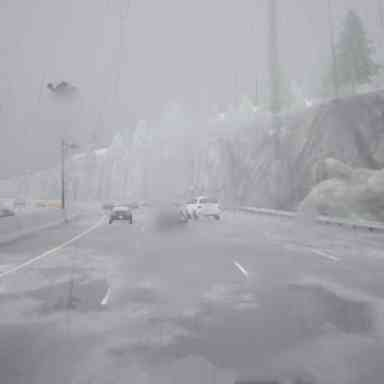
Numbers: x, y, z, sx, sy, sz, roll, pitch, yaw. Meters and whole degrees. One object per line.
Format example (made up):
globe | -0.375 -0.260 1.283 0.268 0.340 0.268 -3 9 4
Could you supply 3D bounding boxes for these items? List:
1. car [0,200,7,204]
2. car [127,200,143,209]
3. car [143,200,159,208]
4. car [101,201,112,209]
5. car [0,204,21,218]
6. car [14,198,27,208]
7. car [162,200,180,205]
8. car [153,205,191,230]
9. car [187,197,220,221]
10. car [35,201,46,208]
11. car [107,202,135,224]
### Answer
car | -40.658 2.552 70.619 1.837 1.490 4.892 0 -1 -30
car | -10.197 2.102 55.993 2.128 1.511 4.902 0 0 -21
car | -7.592 2.163 60.113 2.033 1.411 5.357 0 -1 -25
car | -14.291 2.230 56.845 1.994 1.385 4.181 0 0 -22
car | -17.147 2.025 29.466 1.994 1.385 4.181 -1 -1 -12
car | -36.087 2.227 69.795 2.150 2.045 5.566 0 -1 -30
car | -3.857 2.173 60.175 1.895 1.301 4.718 0 -1 -23
car | -1.503 1.822 23.160 1.895 1.301 4.718 -1 -1 -9
car | 0.919 1.475 30.389 2.150 2.045 5.566 0 -1 -12
car | -30.962 2.469 67.787 2.033 1.411 5.357 0 -1 -28
car | -6.015 1.846 28.442 1.812 1.442 4.674 0 -1 -11
